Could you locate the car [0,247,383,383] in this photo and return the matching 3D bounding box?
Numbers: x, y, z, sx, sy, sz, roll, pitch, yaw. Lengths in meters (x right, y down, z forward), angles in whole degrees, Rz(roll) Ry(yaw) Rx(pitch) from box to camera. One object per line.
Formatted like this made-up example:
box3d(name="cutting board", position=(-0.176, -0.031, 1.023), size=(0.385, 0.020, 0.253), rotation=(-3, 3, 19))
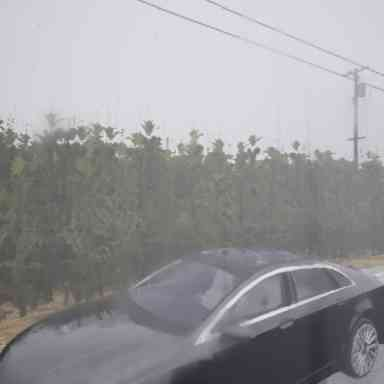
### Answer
box3d(name="car", position=(0.428, 1.494, 3.927), size=(4.902, 1.511, 2.128), rotation=(0, 0, -35))
